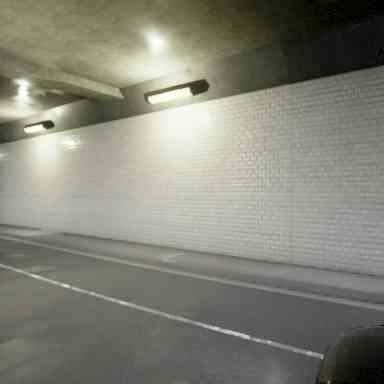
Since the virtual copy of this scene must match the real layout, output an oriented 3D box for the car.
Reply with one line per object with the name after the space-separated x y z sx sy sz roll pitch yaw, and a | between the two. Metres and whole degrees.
2.895 1.564 2.029 4.181 1.385 1.994 0 0 31 | car
